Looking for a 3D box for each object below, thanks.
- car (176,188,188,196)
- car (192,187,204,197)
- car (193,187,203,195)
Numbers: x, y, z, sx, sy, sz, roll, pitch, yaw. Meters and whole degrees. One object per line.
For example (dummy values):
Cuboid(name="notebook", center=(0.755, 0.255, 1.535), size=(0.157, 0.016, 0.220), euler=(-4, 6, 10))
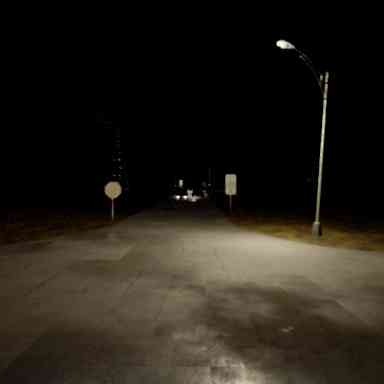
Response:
Cuboid(name="car", center=(-1.705, -0.049, 58.914), size=(2.033, 1.411, 5.357), euler=(0, 2, 1))
Cuboid(name="car", center=(0.970, 0.091, 54.655), size=(1.994, 1.385, 4.181), euler=(0, 2, 1))
Cuboid(name="car", center=(1.149, -0.201, 64.702), size=(1.994, 1.385, 4.181), euler=(0, 2, 1))
